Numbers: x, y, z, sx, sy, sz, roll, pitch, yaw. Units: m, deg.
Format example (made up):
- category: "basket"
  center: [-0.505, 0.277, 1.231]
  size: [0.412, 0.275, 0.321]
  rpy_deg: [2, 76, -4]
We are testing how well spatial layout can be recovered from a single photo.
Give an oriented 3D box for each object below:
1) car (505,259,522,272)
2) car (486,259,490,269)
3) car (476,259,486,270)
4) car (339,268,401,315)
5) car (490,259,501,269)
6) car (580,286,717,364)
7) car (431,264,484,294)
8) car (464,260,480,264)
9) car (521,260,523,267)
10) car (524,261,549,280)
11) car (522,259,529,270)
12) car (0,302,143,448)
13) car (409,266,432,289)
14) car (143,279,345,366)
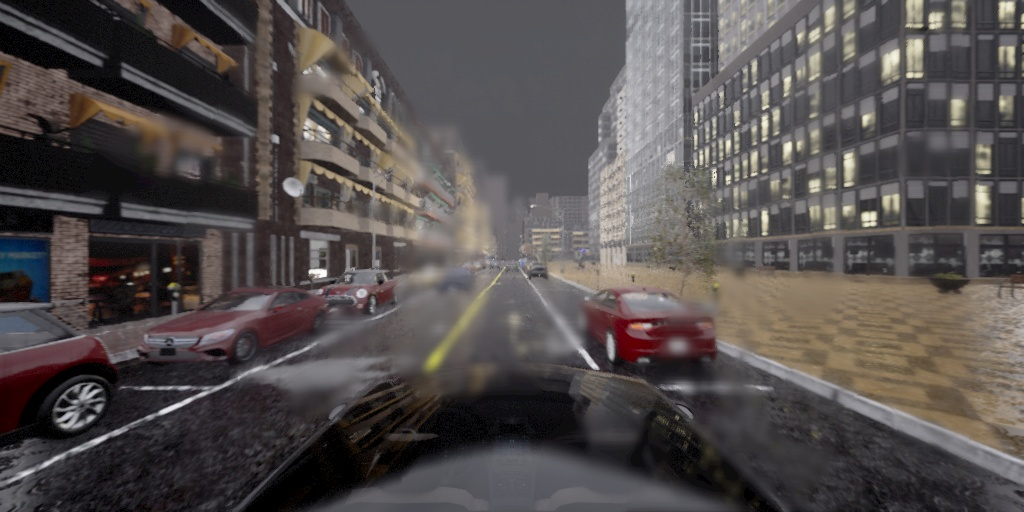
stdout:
- category: "car"
  center: [0.025, 1.544, 53.319]
  size: [2.128, 1.511, 4.902]
  rpy_deg: [0, 0, 0]
- category: "car"
  center: [-5.670, 1.431, 63.288]
  size: [2.192, 1.841, 5.009]
  rpy_deg: [0, 0, 0]
- category: "car"
  center: [-5.672, 1.606, 57.592]
  size: [1.751, 1.417, 4.829]
  rpy_deg: [0, 0, 0]
- category: "car"
  center: [-5.688, 1.253, 13.550]
  size: [1.967, 1.591, 4.097]
  rpy_deg: [0, 0, 0]
- category: "car"
  center: [-3.002, 1.629, 63.602]
  size: [1.837, 1.490, 4.892]
  rpy_deg: [0, 0, 1]
- category: "car"
  center: [2.690, 1.328, 8.021]
  size: [1.888, 1.381, 4.507]
  rpy_deg: [0, 0, 0]
- category: "car"
  center: [-3.093, 1.404, 21.415]
  size: [2.033, 1.411, 5.357]
  rpy_deg: [0, 0, 0]
- category: "car"
  center: [-5.676, 1.554, 46.709]
  size: [1.888, 1.381, 4.507]
  rpy_deg: [0, 0, 0]
- category: "car"
  center: [2.707, 1.569, 52.402]
  size: [1.751, 1.417, 4.829]
  rpy_deg: [0, 0, 0]
- category: "car"
  center: [2.365, 1.428, 33.128]
  size: [1.837, 1.490, 4.892]
  rpy_deg: [0, 0, 0]
- category: "car"
  center: [2.705, 1.448, 46.705]
  size: [1.967, 1.591, 4.097]
  rpy_deg: [0, 0, 0]
- category: "car"
  center: [-5.692, 1.194, 2.497]
  size: [1.967, 1.591, 4.097]
  rpy_deg: [0, 0, 0]
- category: "car"
  center: [-5.683, 1.400, 24.433]
  size: [1.751, 1.417, 4.829]
  rpy_deg: [0, 0, 0]
- category: "car"
  center: [-5.690, 1.366, 8.024]
  size: [1.802, 1.307, 4.207]
  rpy_deg: [0, 0, 0]
